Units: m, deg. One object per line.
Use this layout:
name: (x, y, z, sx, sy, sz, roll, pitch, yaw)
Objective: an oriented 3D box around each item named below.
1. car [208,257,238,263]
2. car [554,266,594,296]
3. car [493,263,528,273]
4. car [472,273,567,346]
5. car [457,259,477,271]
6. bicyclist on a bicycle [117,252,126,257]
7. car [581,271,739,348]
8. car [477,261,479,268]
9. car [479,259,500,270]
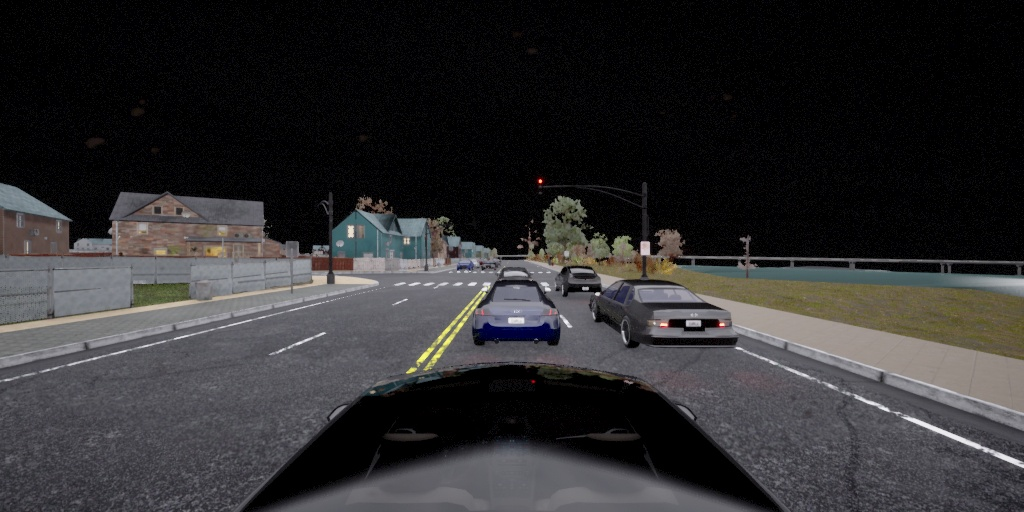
car: (-20.985, 0.852, 26.032, 4.902, 1.511, 2.128, 1, -1, -35)
car: (3.380, 1.256, 18.906, 1.837, 1.490, 4.892, 0, 0, 0)
car: (0.113, 1.277, 18.214, 1.812, 1.442, 4.674, 0, 0, -2)
car: (0.108, 1.314, 9.472, 1.994, 1.385, 4.181, 0, 0, 0)
car: (-6.508, 1.255, 50.347, 1.882, 1.535, 5.008, 0, 0, 1)
bicyclist on a bicycle: (-29.572, 0.544, 27.137, 0.582, 1.620, 1.656, 1, 0, -35)
car: (3.365, 1.297, 9.160, 2.033, 1.411, 5.357, 0, 0, 0)
car: (-6.480, 1.316, 59.532, 1.812, 1.442, 4.674, 0, 0, 0)
car: (-3.247, 1.343, 51.605, 1.994, 1.385, 4.181, 0, 0, 1)
